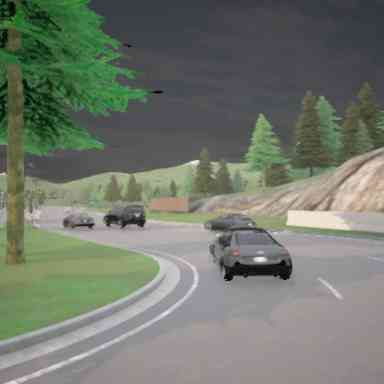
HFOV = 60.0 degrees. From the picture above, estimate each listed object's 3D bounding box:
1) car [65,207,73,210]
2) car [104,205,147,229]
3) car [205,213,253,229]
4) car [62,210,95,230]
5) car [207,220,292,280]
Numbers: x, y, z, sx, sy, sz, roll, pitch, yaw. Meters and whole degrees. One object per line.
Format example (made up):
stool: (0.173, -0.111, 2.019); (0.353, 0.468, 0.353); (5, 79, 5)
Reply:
car: (-27.651, 4.158, 74.767); (1.812, 1.442, 4.674); (0, -2, -24)
car: (-6.098, 2.208, 30.155); (2.150, 2.045, 5.566); (0, -2, -34)
car: (2.748, 2.224, 23.853); (1.994, 1.385, 4.181); (0, -2, -36)
car: (-10.392, 2.607, 30.268); (2.033, 1.411, 5.357); (0, -2, -33)
car: (1.785, 1.867, 11.051); (1.994, 1.385, 4.181); (-1, -2, -2)
